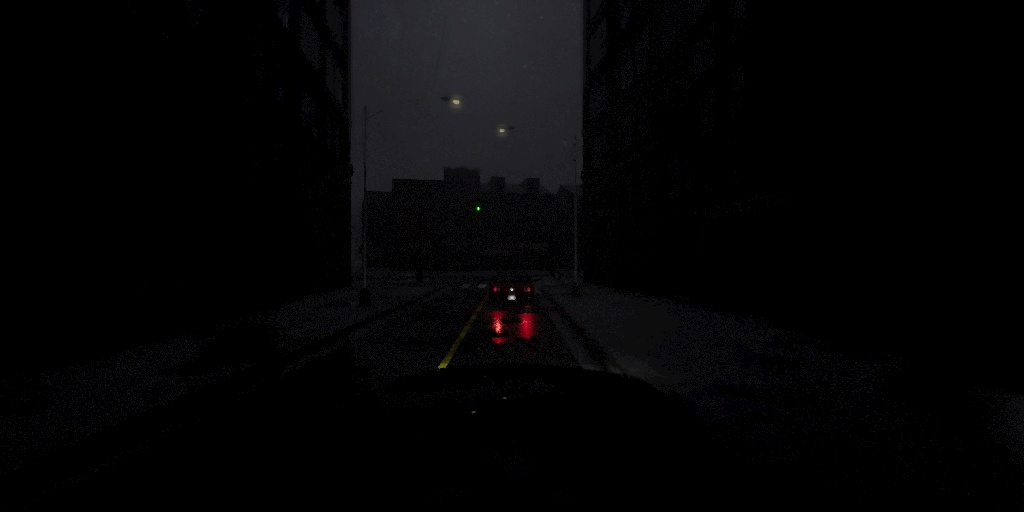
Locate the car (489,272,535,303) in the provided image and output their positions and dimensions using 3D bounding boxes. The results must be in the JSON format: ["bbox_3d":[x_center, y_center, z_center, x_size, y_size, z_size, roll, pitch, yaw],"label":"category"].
[{"bbox_3d":[0.000,1.365,16.530,1.895,1.301,4.718,0,0,0],"label":"car"}]
